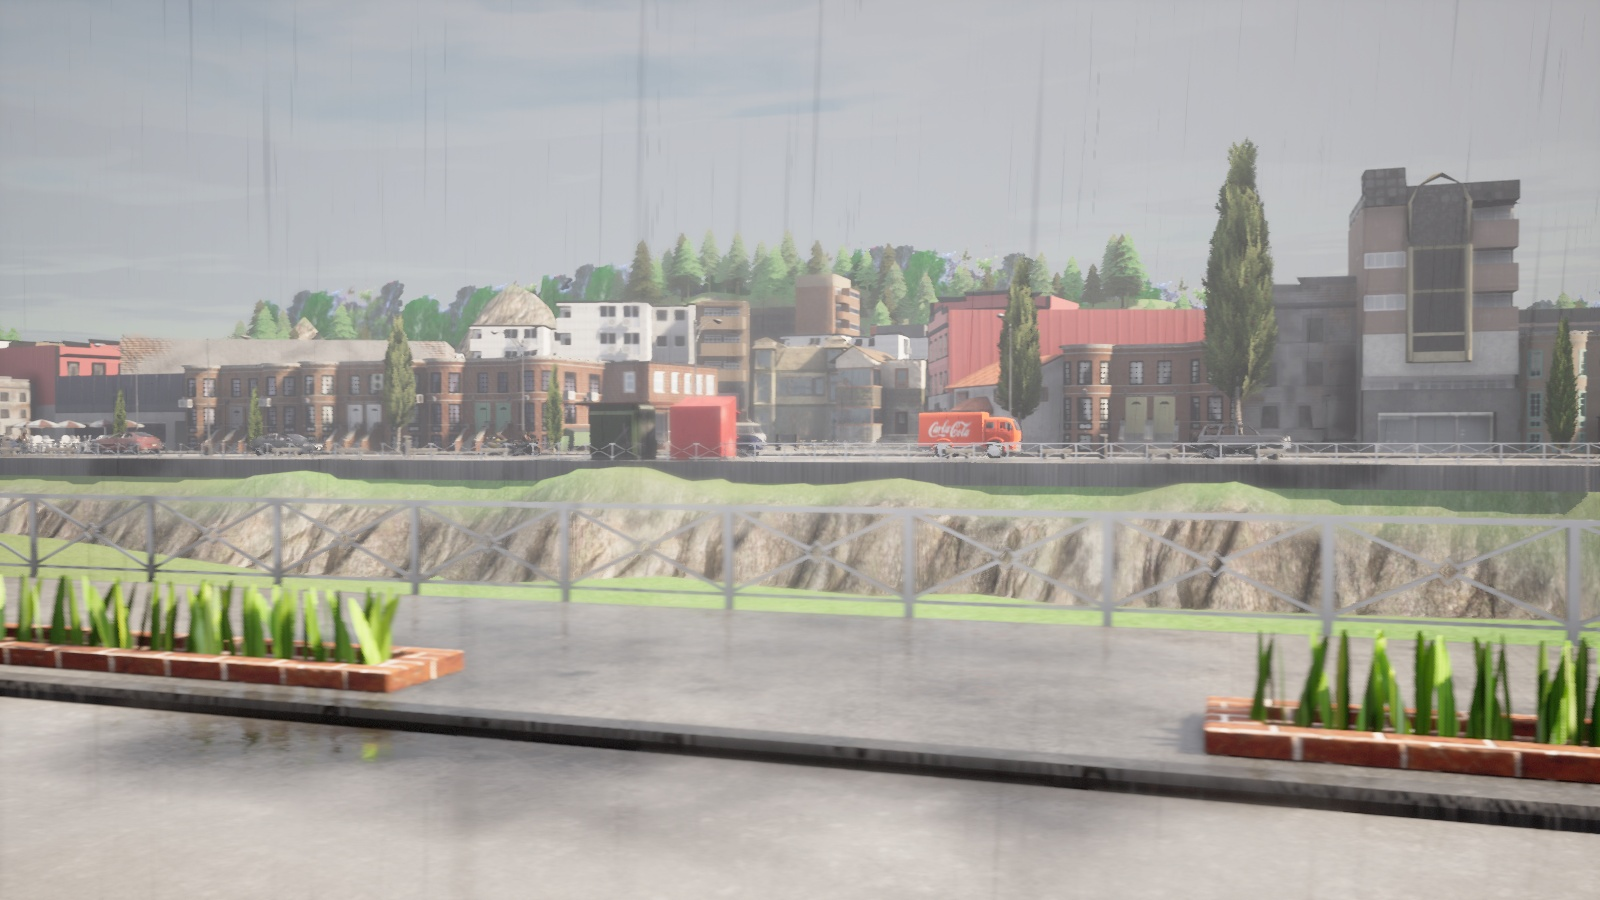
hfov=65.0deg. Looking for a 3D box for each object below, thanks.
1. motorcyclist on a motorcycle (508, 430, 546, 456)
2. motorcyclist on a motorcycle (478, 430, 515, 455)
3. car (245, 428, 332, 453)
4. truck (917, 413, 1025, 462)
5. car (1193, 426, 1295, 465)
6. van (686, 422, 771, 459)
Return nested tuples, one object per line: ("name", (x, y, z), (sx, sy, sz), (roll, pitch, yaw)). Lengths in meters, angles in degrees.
("motorcyclist on a motorcycle", (-16.144, -0.441, 74.247), (2.044, 1.523, 0.797), (1, 1, 19))
("motorcyclist on a motorcycle", (-19.224, -0.484, 79.501), (2.191, 1.530, 0.866), (1, 1, 19))
("car", (-32.496, -0.617, 79.743), (4.902, 1.511, 2.128), (1, 1, 19))
("truck", (8.964, -0.680, 65.801), (5.204, 2.467, 2.627), (1, 1, 19))
("car", (21.708, -0.260, 61.522), (4.605, 1.855, 1.932), (1, 1, 19))
("van", (-3.992, -0.559, 70.159), (4.442, 1.987, 1.775), (1, 1, 19))
